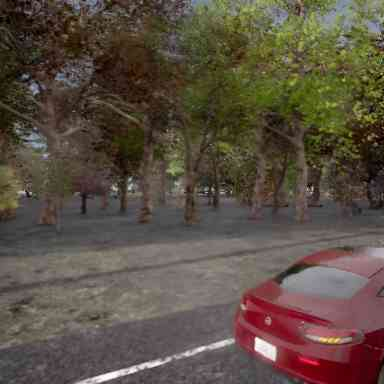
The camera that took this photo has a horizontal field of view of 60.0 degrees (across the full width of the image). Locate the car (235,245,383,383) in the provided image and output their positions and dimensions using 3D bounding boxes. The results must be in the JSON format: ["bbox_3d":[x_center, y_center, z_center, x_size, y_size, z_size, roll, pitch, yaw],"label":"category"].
[{"bbox_3d":[2.725,1.541,4.884,4.674,1.442,1.812,0,0,-33],"label":"car"}]
